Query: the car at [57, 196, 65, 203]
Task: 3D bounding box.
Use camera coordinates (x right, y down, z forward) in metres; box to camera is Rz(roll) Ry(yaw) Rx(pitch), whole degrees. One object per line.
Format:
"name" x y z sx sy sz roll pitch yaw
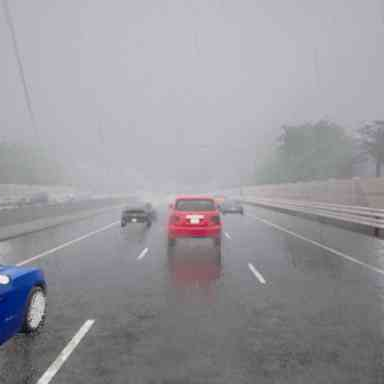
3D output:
"car" -17.535 1.249 47.286 2.128 1.511 4.902 0 0 1

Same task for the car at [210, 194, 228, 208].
"car" 3.580 1.116 44.419 2.097 1.767 4.553 0 0 0

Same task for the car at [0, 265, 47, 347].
"car" -3.398 1.465 3.687 1.882 1.535 5.008 0 0 0

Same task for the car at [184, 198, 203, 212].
"car" 0.123 1.357 36.679 1.994 1.385 4.181 0 0 0

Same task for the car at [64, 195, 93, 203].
"car" -14.063 1.314 42.720 2.033 1.411 5.357 0 0 0

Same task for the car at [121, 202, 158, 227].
"car" -3.386 1.395 21.903 1.837 1.490 4.892 0 0 0

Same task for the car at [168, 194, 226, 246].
"car" 0.111 1.156 15.121 2.150 2.045 5.566 0 0 0

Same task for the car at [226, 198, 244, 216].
"car" 3.604 1.390 30.945 1.994 1.385 4.181 0 0 0

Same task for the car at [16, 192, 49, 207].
"car" -21.045 0.987 44.295 2.150 2.045 5.566 0 0 0
